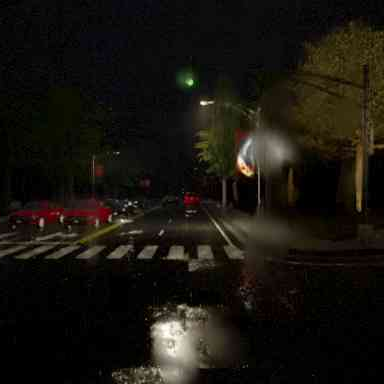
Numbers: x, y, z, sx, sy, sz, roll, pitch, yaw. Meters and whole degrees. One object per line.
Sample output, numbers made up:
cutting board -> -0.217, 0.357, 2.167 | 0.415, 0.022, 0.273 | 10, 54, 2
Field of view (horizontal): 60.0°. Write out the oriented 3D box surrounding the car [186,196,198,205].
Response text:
car -> -0.025, 1.492, 60.658 | 2.033, 1.411, 5.357 | 0, 0, 0

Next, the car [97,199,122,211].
car -> -9.767, 1.509, 39.759 | 1.895, 1.301, 4.718 | 0, 0, 0

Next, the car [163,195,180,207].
car -> -3.271, 1.273, 50.598 | 2.097, 1.767, 4.553 | 0, 0, 0

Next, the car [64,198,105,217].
car -> -9.774, 1.394, 30.723 | 2.128, 1.511, 4.902 | 0, 0, 0

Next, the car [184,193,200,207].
car -> -0.021, 1.142, 50.268 | 2.150, 2.045, 5.566 | 0, 0, 0

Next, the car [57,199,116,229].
car -> -6.509, 1.388, 21.219 | 1.882, 1.535, 5.008 | 0, 0, 0

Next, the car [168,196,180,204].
car -> -3.275, 1.450, 60.657 | 1.837, 1.490, 4.892 | 0, 0, 0

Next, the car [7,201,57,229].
car -> -9.759, 1.388, 21.217 | 1.882, 1.535, 5.008 | 0, 0, 0

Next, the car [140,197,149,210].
car -> -6.517, 1.414, 41.390 | 1.837, 1.490, 4.892 | 0, 0, 0

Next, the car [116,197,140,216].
car -> -6.521, 1.450, 31.144 | 2.033, 1.411, 5.357 | 0, 0, 0
